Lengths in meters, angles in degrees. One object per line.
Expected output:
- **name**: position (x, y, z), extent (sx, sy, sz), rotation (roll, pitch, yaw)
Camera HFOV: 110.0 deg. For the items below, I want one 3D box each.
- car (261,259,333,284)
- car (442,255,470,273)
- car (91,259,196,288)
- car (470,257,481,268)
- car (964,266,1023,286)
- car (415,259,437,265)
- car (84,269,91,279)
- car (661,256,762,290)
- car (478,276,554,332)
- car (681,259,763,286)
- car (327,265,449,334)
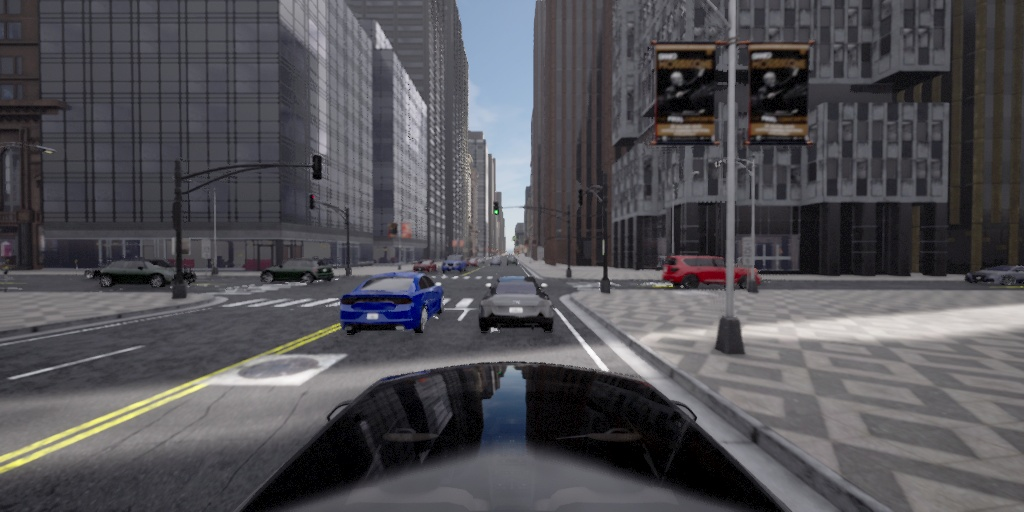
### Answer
- **car**: position (-15.054, 0.986, 25.135), extent (4.553, 1.767, 2.097), rotation (0, 1, 10)
- **car**: position (-6.589, 0.894, 41.350), extent (2.150, 2.045, 5.566), rotation (0, 0, 0)
- **car**: position (-22.407, 0.995, 22.199), extent (4.553, 1.767, 2.097), rotation (0, 1, 0)
- **car**: position (-6.549, 1.122, 58.012), extent (1.882, 1.535, 5.008), rotation (0, 0, 1)
- **car**: position (35.236, 1.384, 25.553), extent (4.181, 1.385, 1.994), rotation (0, 1, 0)
- **car**: position (-9.842, 1.152, 40.839), extent (1.882, 1.535, 5.008), rotation (0, 0, 0)
- **car**: position (-30.542, 1.080, 27.987), extent (4.313, 1.339, 1.948), rotation (0, 0, 0)
- **car**: position (12.373, 1.012, 22.515), extent (5.566, 2.045, 2.150), rotation (0, 1, 4)
- **car**: position (0.132, 1.293, 10.783), extent (1.994, 1.385, 4.181), rotation (0, 0, 1)
- **car**: position (14.782, 1.108, 25.446), extent (4.553, 1.767, 2.097), rotation (0, 1, 0)
- **car**: position (-3.236, 1.207, 10.574), extent (1.882, 1.535, 5.008), rotation (0, 0, -2)
